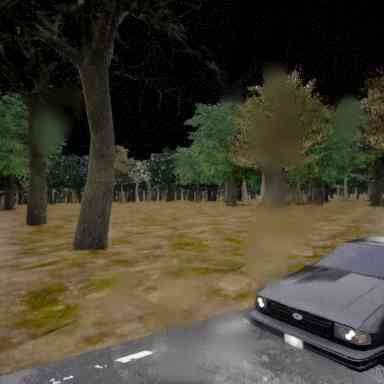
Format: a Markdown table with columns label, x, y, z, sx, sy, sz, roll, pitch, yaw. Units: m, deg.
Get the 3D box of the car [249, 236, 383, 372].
| label | x | y | z | sx | sy | sz | roll | pitch | yaw |
| --- | --- | --- | --- | --- | --- | --- | --- | --- | --- |
| car | 3.482 | 1.543 | 5.856 | 5.357 | 1.411 | 2.033 | 0 | 0 | -36 |
